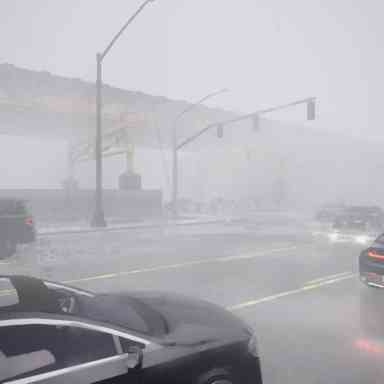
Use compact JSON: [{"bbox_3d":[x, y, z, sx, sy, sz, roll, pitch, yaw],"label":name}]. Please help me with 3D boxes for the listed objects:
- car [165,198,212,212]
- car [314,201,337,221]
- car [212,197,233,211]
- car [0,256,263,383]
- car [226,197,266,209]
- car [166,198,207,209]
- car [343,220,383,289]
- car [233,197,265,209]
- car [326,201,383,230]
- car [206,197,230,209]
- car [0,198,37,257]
[{"bbox_3d":[-0.530,1.453,38.017,4.974,1.542,2.038,0,0,8],"label":"car"},{"bbox_3d":[11.208,1.505,26.452,1.837,1.490,4.892,0,0,38],"label":"car"},{"bbox_3d":[3.222,1.453,40.692,2.038,1.542,4.974,0,0,18],"label":"car"},{"bbox_3d":[-1.529,1.491,2.664,4.902,1.511,2.128,0,0,-35],"label":"car"},{"bbox_3d":[7.143,1.452,44.440,4.974,1.542,2.038,0,0,-7],"label":"car"},{"bbox_3d":[-0.582,1.295,38.025,4.536,1.218,1.853,0,0,8],"label":"car"},{"bbox_3d":[5.901,1.505,7.947,4.892,1.490,1.837,0,0,-35],"label":"car"},{"bbox_3d":[7.092,1.295,44.434,4.536,1.218,1.853,0,0,-7],"label":"car"},{"bbox_3d":[10.186,1.505,20.098,4.892,1.490,1.837,0,1,-45],"label":"car"},{"bbox_3d":[3.238,1.295,40.741,1.853,1.218,4.536,0,0,18],"label":"car"},{"bbox_3d":[-8.191,1.221,11.029,5.566,2.045,2.150,0,0,-36],"label":"car"}]
